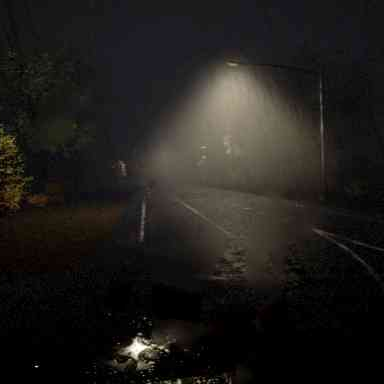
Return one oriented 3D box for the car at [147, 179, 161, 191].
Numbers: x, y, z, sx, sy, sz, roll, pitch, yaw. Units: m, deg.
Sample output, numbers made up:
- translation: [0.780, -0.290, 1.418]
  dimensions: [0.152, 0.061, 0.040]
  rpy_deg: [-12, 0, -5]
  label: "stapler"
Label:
- translation: [-6.704, -1.230, 59.392]
  dimensions: [2.150, 2.045, 5.566]
  rpy_deg: [-3, 3, -3]
  label: "car"
